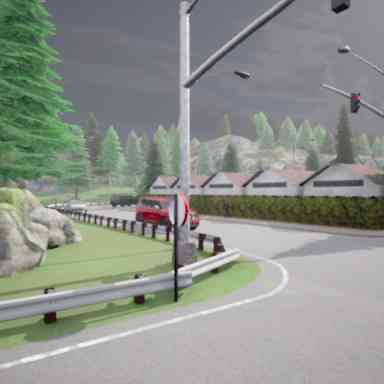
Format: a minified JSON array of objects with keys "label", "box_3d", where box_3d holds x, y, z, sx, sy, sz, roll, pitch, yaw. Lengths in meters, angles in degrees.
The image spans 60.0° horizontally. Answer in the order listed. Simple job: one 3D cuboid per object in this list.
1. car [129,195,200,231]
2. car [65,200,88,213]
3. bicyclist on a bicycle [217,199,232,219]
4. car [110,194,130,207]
[{"label":"car","box_3d":[-1.751,1.383,21.723,2.150,2.045,5.566,0,1,-35]},{"label":"car","box_3d":[-13.612,1.693,38.934,1.812,1.442,4.674,0,0,-31]},{"label":"bicyclist on a bicycle","box_3d":[2.799,1.457,28.275,1.656,1.620,0.582,0,0,-35]},{"label":"car","box_3d":[-10.669,1.354,53.389,2.150,2.045,5.566,0,0,33]}]
